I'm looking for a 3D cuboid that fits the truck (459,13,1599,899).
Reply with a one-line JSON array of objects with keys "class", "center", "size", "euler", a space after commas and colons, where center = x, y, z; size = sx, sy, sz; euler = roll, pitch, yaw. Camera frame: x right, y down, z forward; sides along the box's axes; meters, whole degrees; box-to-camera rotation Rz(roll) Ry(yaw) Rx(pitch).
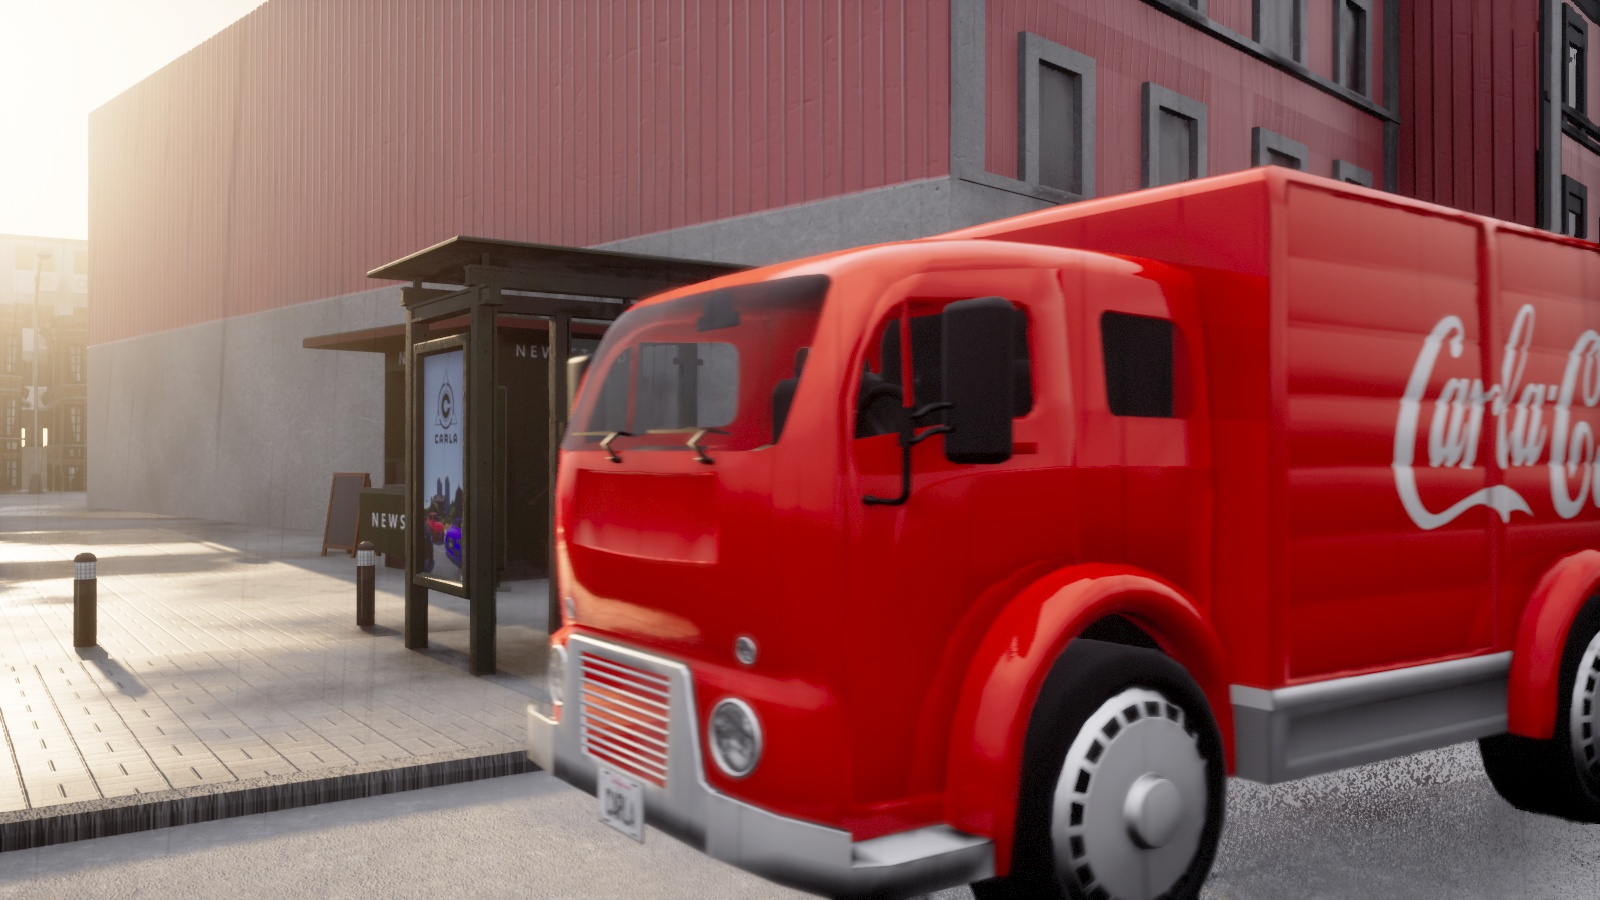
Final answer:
[{"class": "truck", "center": [1.547, 0.268, 5.348], "size": [5.204, 2.467, 2.627], "euler": [0, 0, -35]}]
